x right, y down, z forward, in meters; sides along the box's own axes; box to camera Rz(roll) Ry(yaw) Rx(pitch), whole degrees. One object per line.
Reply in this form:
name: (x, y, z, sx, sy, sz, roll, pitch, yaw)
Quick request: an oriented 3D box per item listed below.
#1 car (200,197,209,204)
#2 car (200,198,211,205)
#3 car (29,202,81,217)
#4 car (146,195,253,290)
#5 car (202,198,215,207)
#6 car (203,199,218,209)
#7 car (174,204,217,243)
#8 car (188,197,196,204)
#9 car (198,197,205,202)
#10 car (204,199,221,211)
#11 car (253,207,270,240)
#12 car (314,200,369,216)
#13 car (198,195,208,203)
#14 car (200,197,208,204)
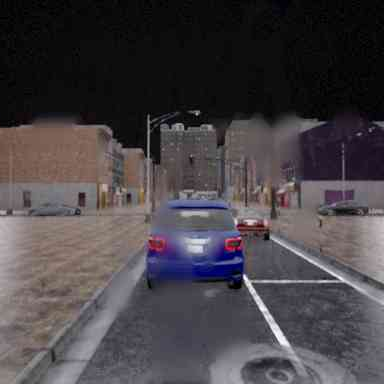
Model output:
car: (2.694, 1.826, 71.158, 1.752, 1.417, 4.829, 1, -1, 0)
car: (2.690, 1.817, 65.551, 1.947, 1.339, 4.313, 1, -1, 0)
car: (-11.958, 1.575, 29.110, 4.181, 1.385, 1.994, 0, -2, 0)
car: (0.046, 1.226, 9.253, 2.150, 2.045, 5.566, 0, 0, -1)
car: (2.686, 1.692, 54.845, 1.752, 1.417, 4.829, 1, 0, 0)
car: (2.682, 1.696, 49.239, 1.947, 1.339, 4.313, 1, 0, 0)
car: (0.106, 1.492, 17.240, 1.882, 1.535, 5.008, 0, 0, -1)
car: (0.041, 1.818, 73.905, 1.837, 1.490, 4.892, 0, -1, 0)
car: (2.704, 2.103, 92.739, 1.802, 1.307, 4.206, 1, -1, 0)
car: (2.679, 1.664, 43.802, 1.947, 1.339, 4.313, 1, 0, 0)
car: (2.670, 1.455, 17.055, 1.967, 1.590, 4.097, 2, 0, 0)
car: (14.261, 1.566, 31.882, 4.892, 1.490, 1.837, 0, -2, 0)
car: (2.704, 1.719, 81.866, 2.192, 1.841, 5.009, 1, -1, 0)
car: (2.697, 1.877, 76.596, 1.752, 1.417, 4.829, 1, -1, 0)
